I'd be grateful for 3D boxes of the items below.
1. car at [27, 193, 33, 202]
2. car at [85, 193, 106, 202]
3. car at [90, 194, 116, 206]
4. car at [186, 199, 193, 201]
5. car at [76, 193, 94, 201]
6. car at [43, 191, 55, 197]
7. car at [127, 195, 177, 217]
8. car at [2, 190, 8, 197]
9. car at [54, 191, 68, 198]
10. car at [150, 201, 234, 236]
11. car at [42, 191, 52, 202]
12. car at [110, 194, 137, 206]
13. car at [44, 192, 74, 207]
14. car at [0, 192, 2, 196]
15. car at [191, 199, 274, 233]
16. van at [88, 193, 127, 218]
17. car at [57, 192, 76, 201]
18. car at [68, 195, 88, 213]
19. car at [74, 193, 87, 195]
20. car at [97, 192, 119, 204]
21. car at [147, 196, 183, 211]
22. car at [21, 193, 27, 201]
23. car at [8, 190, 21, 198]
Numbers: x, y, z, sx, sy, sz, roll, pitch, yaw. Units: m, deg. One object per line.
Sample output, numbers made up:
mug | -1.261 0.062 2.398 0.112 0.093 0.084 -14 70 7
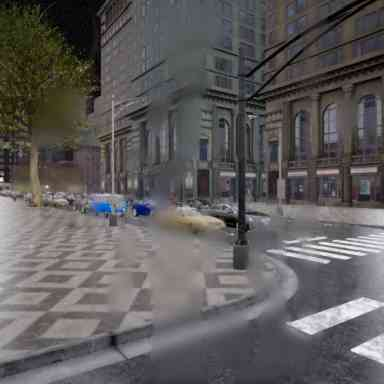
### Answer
car | -22.960 0.910 50.063 2.008 1.369 4.403 1 0 -35
car | -15.998 0.909 54.983 2.008 1.369 4.403 1 0 -35
car | -11.967 1.041 44.632 1.812 1.442 4.674 0 1 -35
car | 0.194 1.315 32.032 1.947 1.339 4.313 1 0 -35
car | -19.237 0.860 59.572 1.802 1.307 4.206 1 0 -35
car | -35.429 0.470 82.518 1.802 1.307 4.206 1 0 -35
car | -3.067 1.257 26.470 1.882 1.535 5.008 0 1 -35
car | -42.390 0.328 77.601 1.967 1.590 4.097 1 0 -35
car | -28.951 0.586 73.339 1.887 1.381 4.507 1 0 -35
car | -0.189 1.398 17.786 1.752 1.417 4.829 1 0 -35
car | -19.721 0.991 45.473 2.008 1.369 4.403 1 0 -35
car | -9.521 1.073 45.804 2.008 1.369 4.403 1 0 -35
car | -16.385 1.050 40.744 1.752 1.417 4.829 1 0 -35
car | -45.629 0.252 82.191 1.967 1.590 4.097 1 0 -35
car | 2.372 1.370 18.772 2.128 1.511 4.902 0 1 -36
van | -6.764 1.090 27.109 1.690 1.788 3.998 1 0 -35
car | -22.464 0.744 59.499 2.128 1.511 4.902 0 1 -35
car | -10.005 1.230 31.700 2.008 1.369 4.403 1 0 -35
car | -14.845 1.013 43.242 1.837 1.490 4.892 0 1 -35
car | -12.758 0.880 50.393 1.967 1.590 4.097 1 0 -35
car | -3.043 1.223 36.621 1.887 1.381 4.507 1 0 -35
car | -26.199 0.829 54.652 2.008 1.369 4.403 1 0 -35
car | -35.912 0.482 68.421 1.967 1.590 4.097 1 0 -35
